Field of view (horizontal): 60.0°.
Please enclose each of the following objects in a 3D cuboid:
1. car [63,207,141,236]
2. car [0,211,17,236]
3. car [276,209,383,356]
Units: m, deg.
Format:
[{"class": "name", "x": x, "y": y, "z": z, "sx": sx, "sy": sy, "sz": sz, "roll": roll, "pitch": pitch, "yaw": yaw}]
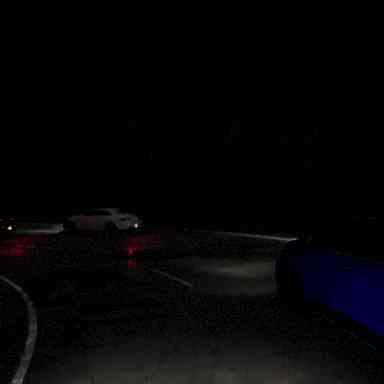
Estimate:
[{"class": "car", "x": -5.117, "y": 1.585, "z": 18.882, "sx": 4.674, "sy": 1.442, "sz": 1.812, "roll": 0, "pitch": -1, "yaw": 24}, {"class": "car", "x": -11.491, "y": 1.550, "z": 16.843, "sx": 4.892, "sy": 1.490, "sz": 1.837, "roll": 0, "pitch": -2, "yaw": 6}, {"class": "car", "x": 3.132, "y": 1.242, "z": 4.583, "sx": 2.150, "sy": 2.045, "sz": 5.566, "roll": 1, "pitch": 0, "yaw": -9}]
